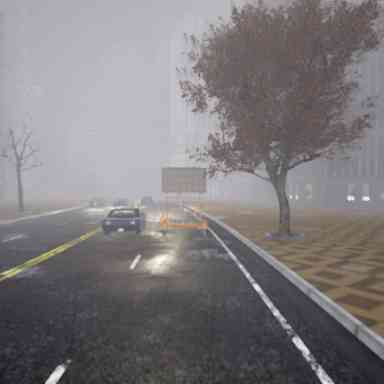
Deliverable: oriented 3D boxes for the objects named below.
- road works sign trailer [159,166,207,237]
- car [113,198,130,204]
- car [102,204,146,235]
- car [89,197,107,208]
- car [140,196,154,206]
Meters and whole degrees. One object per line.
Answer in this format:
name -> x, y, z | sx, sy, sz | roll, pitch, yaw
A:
road works sign trailer -> -0.448, 0.430, 17.905 | 2.380, 3.560, 2.880 | 0, 0, -4
car -> -9.611, 1.462, 45.550 | 1.994, 1.385, 4.181 | 0, 0, -7
car -> -3.677, 1.568, 18.746 | 1.895, 1.301, 4.718 | 0, 0, -3
car -> -12.927, 1.390, 45.878 | 2.128, 1.511, 4.902 | 0, 0, -7
car -> -7.067, 1.349, 52.349 | 1.882, 1.535, 5.008 | 0, 0, -8
